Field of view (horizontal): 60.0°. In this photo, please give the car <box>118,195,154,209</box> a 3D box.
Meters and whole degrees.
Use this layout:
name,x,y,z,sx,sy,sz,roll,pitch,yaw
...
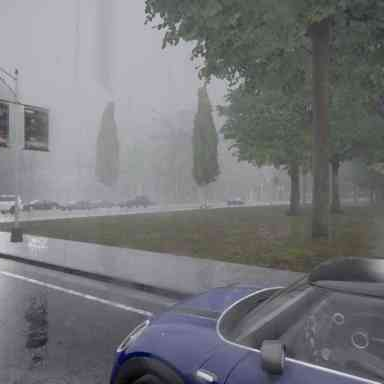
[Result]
name,x,y,z,sx,sy,sz,roll,pitch,yaw
car,-9.075,1.514,52.606,2.150,2.045,5.566,0,0,36

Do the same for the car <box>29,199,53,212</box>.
name,x,y,z,sx,sy,sz,roll,pitch,yaw
car,-19.724,1.694,43.067,1.882,1.535,5.008,0,0,35

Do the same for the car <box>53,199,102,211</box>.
name,x,y,z,sx,sy,sz,roll,pitch,yaw
car,-15.067,1.777,44.055,2.033,1.411,5.357,0,0,35

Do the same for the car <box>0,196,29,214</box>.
name,x,y,z,sx,sy,sz,roll,pitch,yaw
car,-21.033,1.398,35.541,2.150,2.045,5.566,0,0,34

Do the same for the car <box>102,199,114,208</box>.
name,x,y,z,sx,sy,sz,roll,pitch,yaw
car,-14.040,1.836,51.185,1.994,1.385,4.181,0,0,35

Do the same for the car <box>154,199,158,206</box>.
name,x,y,z,sx,sy,sz,roll,pitch,yaw
car,-8.090,1.835,59.626,2.128,1.511,4.902,0,0,36

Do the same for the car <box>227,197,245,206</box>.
name,x,y,z,sx,sy,sz,roll,pitch,yaw
car,8.852,1.817,66.558,2.097,1.767,4.553,0,-1,35

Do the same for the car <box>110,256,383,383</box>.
name,x,y,z,sx,sy,sz,roll,pitch,yaw
car,1.436,1.352,2.665,4.553,1.767,2.097,0,0,36
